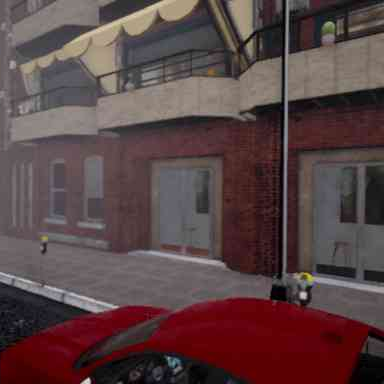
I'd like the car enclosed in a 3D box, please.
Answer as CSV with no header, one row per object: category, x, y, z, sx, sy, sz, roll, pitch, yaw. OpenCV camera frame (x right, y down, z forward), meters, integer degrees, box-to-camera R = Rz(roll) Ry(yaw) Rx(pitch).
car,0.261,1.543,2.483,4.507,1.381,1.887,0,1,36
